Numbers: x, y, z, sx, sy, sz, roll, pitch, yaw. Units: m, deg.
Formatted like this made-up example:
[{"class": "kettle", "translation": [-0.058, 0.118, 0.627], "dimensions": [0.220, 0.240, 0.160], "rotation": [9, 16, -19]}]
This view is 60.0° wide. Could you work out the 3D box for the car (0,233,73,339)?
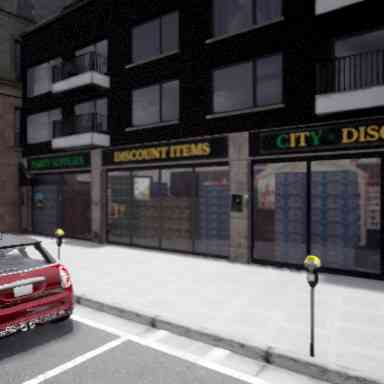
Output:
[{"class": "car", "translation": [-4.014, 1.454, 5.937], "dimensions": [4.097, 1.590, 1.967], "rotation": [0, 0, 35]}]
